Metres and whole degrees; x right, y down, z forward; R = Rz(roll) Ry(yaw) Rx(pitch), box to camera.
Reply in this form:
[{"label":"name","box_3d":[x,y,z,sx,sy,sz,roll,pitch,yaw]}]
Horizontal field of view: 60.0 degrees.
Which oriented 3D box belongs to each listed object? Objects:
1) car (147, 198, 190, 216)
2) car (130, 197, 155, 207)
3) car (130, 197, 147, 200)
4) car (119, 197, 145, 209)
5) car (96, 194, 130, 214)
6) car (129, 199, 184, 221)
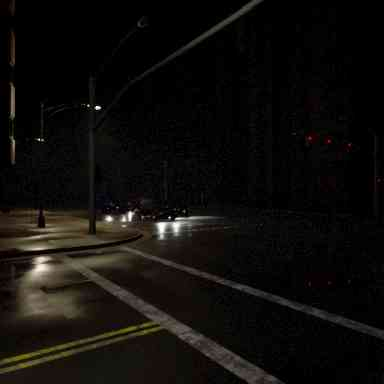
[{"label":"car","box_3d":[-2.126,1.505,32.024,1.837,1.490,4.892,0,0,-36]},{"label":"car","box_3d":[-7.852,1.526,52.055,1.812,1.442,4.674,0,0,-37]},{"label":"car","box_3d":[-7.532,1.352,39.453,2.097,1.767,4.553,0,0,-37]},{"label":"car","box_3d":[-8.551,1.526,47.062,1.812,1.442,4.674,0,0,-36]},{"label":"car","box_3d":[-9.096,1.221,35.652,2.150,2.045,5.566,0,0,-36]},{"label":"car","box_3d":[-3.061,1.547,27.453,2.033,1.411,5.357,0,0,-31]}]
